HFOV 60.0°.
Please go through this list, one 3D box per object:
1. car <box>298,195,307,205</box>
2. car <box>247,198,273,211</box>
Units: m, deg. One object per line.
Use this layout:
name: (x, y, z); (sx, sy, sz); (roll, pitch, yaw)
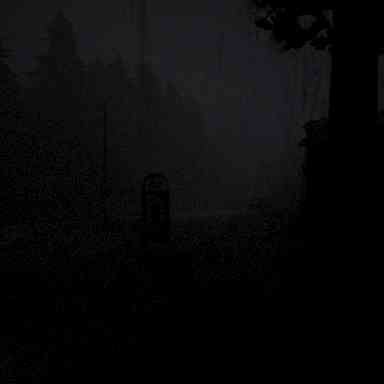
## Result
car: (20.120, 1.377, 58.175); (2.097, 1.767, 4.553); (0, 0, 36)
car: (8.613, 1.516, 42.060); (2.128, 1.511, 4.902); (0, 0, 36)
